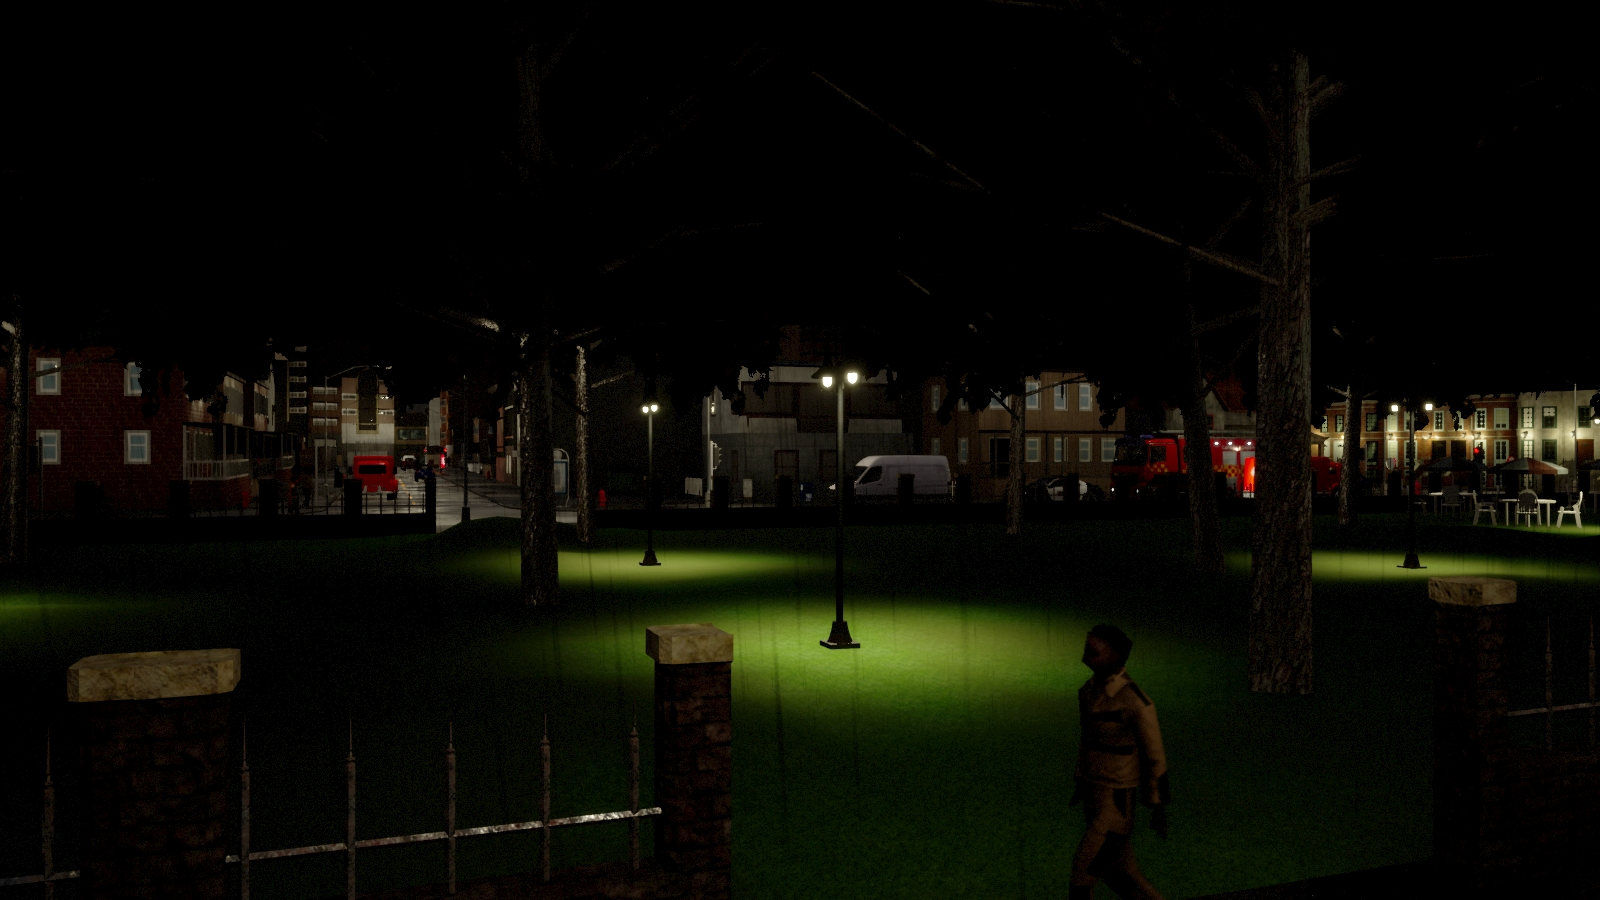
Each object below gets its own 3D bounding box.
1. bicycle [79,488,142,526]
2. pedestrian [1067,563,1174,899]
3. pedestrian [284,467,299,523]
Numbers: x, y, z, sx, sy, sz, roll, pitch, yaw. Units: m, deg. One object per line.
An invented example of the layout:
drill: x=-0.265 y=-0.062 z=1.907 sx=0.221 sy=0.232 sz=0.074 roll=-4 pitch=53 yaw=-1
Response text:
bicycle: x=-23.617 y=1.940 z=39.152 sx=1.835 sy=1.271 sz=0.329 roll=0 pitch=0 yaw=-20
pedestrian: x=1.619 y=1.525 z=5.792 sx=0.375 sy=1.860 sz=0.375 roll=0 pitch=0 yaw=-19
pedestrian: x=-17.250 y=1.525 z=38.737 sx=0.375 sy=1.860 sz=0.375 roll=0 pitch=0 yaw=-6
